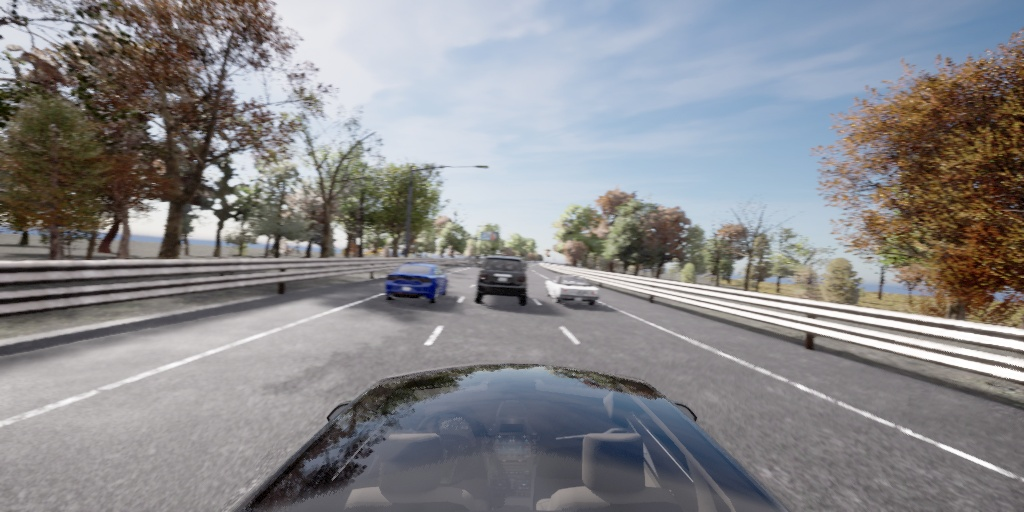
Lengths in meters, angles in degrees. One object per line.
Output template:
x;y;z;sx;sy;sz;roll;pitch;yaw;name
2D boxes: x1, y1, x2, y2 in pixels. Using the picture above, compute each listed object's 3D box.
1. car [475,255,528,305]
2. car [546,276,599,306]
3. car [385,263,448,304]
-0.501;1.032;16.911;2.150;2.045;5.566;4;0;-3;car
2.895;1.651;18.270;1.895;1.301;4.718;4;0;-3;car
-3.930;1.047;15.464;1.882;1.535;5.008;4;0;-3;car
